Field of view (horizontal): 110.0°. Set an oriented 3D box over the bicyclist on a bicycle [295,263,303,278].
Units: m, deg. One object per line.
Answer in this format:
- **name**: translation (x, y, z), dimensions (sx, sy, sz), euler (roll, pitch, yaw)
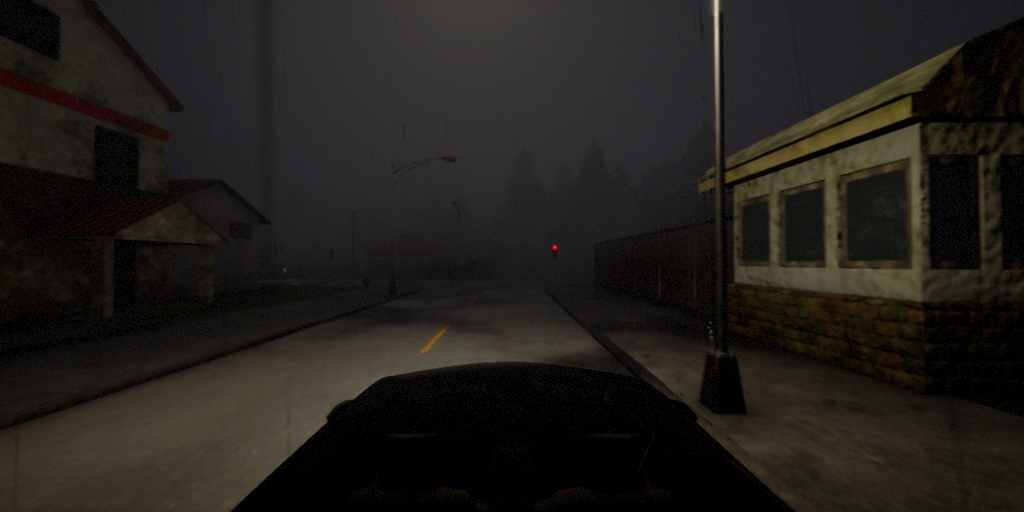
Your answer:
- **bicyclist on a bicycle**: translation (-23.986, 1.634, 40.379), dimensions (0.582, 1.620, 1.656), euler (0, -1, 0)
